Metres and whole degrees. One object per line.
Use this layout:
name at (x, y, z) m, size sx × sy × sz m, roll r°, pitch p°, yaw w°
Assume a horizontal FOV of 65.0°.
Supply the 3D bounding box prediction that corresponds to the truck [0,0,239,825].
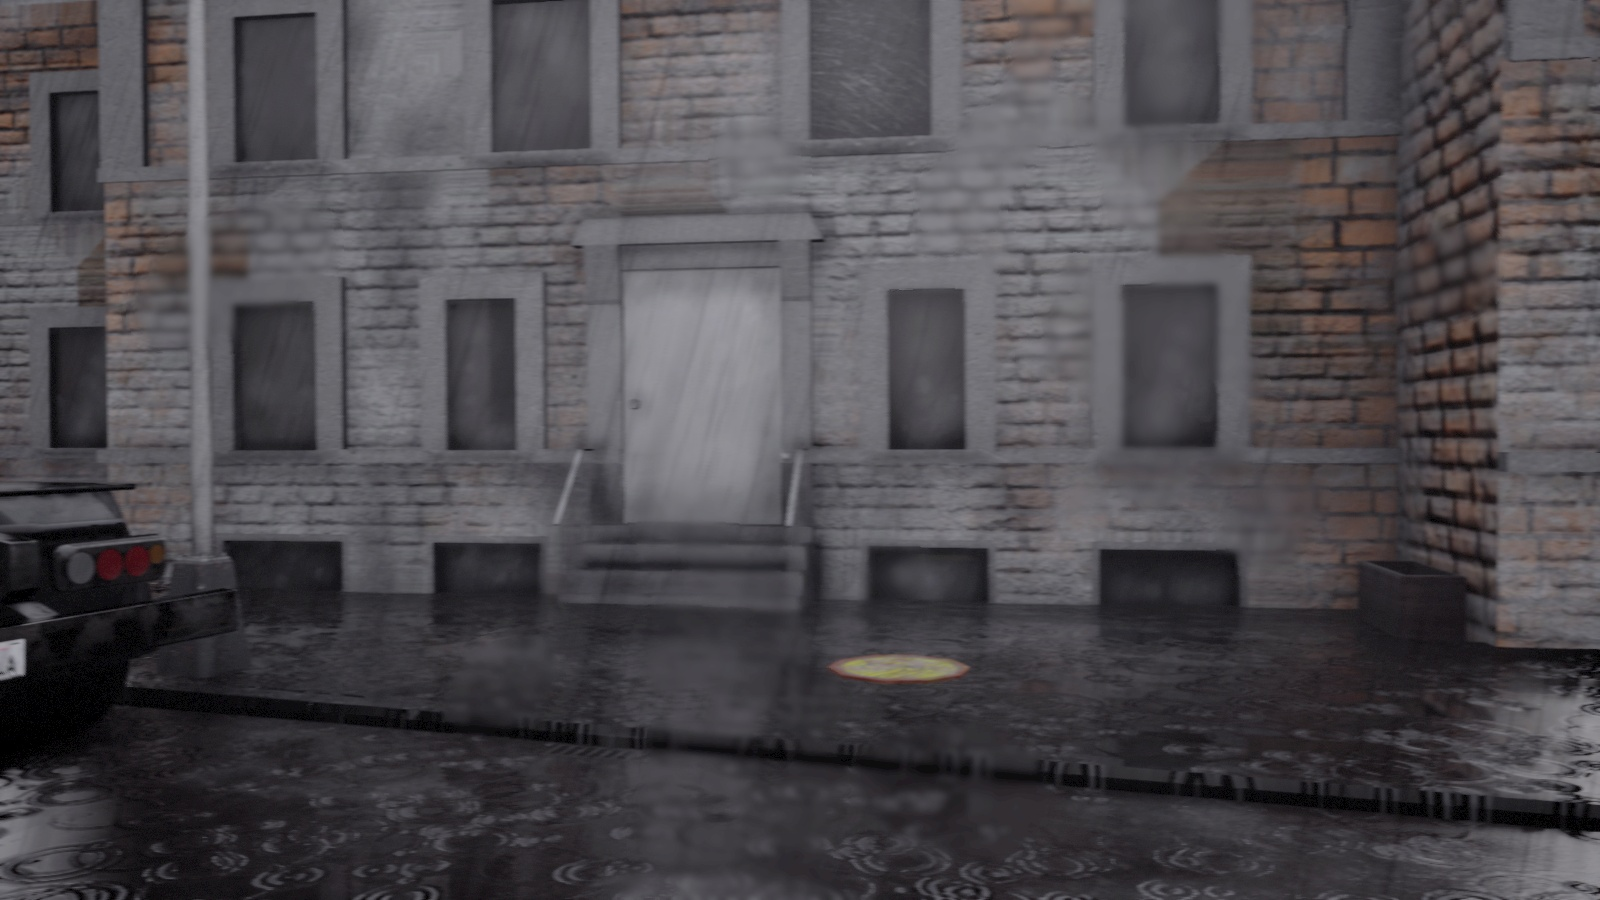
truck at (-6.975, -0.279, 6.051) m, size 7.936 × 3.462 × 2.891 m, roll 1°, pitch 1°, yaw 19°
